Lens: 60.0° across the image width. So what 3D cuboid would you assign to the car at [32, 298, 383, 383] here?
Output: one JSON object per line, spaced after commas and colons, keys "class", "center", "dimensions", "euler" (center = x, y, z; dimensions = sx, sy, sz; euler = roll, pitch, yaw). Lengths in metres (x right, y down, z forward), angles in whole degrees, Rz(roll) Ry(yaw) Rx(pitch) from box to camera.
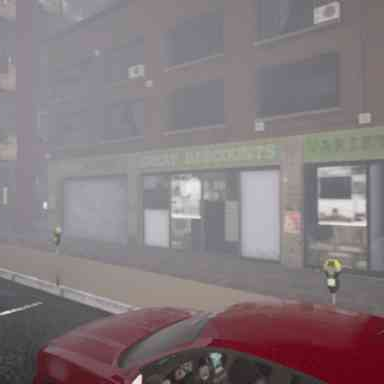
{"class": "car", "center": [0.596, 1.539, 2.462], "dimensions": [4.507, 1.381, 1.887], "euler": [1, -1, 35]}
